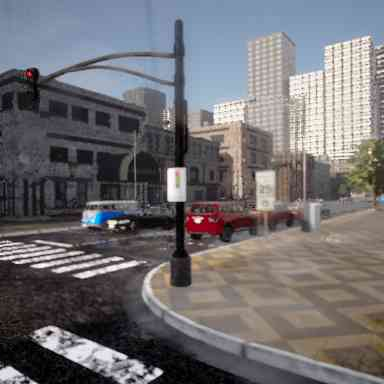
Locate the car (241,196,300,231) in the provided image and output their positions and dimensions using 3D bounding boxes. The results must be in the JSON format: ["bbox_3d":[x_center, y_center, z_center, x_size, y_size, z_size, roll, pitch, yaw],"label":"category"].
[{"bbox_3d":[4.826,1.401,21.244,2.192,1.841,5.009,-1,-1,35],"label":"car"}]

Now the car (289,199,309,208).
[{"bbox_3d":[17.079,1.808,52.978,1.752,1.417,4.829,-1,-1,35],"label":"car"}]

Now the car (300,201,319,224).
[{"bbox_3d":[8.026,1.649,25.746,1.887,1.381,4.507,-1,-1,35],"label":"car"}]

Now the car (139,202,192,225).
[{"bbox_3d":[-2.008,1.598,26.090,1.967,1.590,4.097,-1,-1,35],"label":"car"}]

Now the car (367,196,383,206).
[{"bbox_3d":[33.606,1.833,61.782,2.008,1.369,4.403,-1,-1,35],"label":"car"}]

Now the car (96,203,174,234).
[{"bbox_3d":[-2.997,1.609,20.220,2.128,1.511,4.902,-1,-1,35],"label":"car"}]

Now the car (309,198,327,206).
[{"bbox_3d":[23.573,1.882,62.126,2.008,1.369,4.403,-1,-1,35],"label":"car"}]

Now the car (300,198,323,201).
[{"bbox_3d":[16.856,1.751,48.011,2.128,1.511,4.902,-1,-1,35],"label":"car"}]

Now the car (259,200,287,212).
[{"bbox_3d":[10.783,1.789,44.108,2.008,1.369,4.403,-1,-1,35],"label":"car"}]

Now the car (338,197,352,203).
[{"bbox_3d":[36.363,1.981,80.144,2.008,1.369,4.403,-1,-1,35],"label":"car"}]

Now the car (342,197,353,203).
[{"bbox_3d":[39.561,2.001,84.649,1.887,1.381,4.507,-1,-1,35],"label":"car"}]

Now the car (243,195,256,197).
[{"bbox_3d":[5.741,1.384,32.527,2.150,2.045,5.566,-1,0,35],"label":"car"}]

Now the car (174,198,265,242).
[{"bbox_3d":[1.629,1.383,16.739,2.192,1.841,5.009,-1,-1,35],"label":"car"}]

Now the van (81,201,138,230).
[{"bbox_3d":[-5.206,1.481,21.587,1.690,1.788,3.998,-1,-1,35],"label":"van"}]

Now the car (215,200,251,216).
[{"bbox_3d":[4.388,1.636,35.100,1.967,1.590,4.097,-1,-1,35],"label":"car"}]

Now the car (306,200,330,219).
[{"bbox_3d":[11.224,1.690,30.251,1.947,1.339,4.313,-1,-1,35],"label":"car"}]
